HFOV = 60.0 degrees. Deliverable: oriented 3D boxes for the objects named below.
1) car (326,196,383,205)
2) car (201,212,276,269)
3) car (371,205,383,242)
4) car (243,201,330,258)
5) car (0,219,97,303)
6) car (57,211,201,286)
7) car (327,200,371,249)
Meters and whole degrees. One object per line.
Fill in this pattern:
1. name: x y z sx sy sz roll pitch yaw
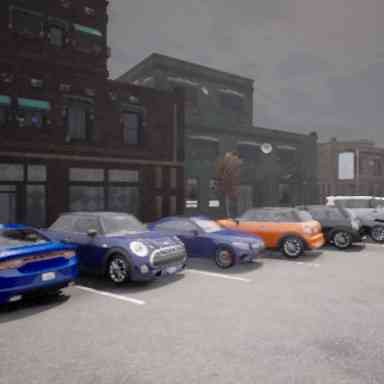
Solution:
1. car: 9.975 1.253 18.146 5.566 2.045 2.435 -1 -1 35
2. car: 0.143 1.530 11.222 4.674 1.452 2.002 -1 -1 35
3. car: 7.526 1.529 16.412 4.792 1.488 2.163 -1 -1 35
4. car: 2.618 1.366 12.934 4.553 1.767 2.185 -1 -1 35
5. car: -4.756 1.486 7.739 5.008 1.535 2.097 -1 -1 35
6. car: -2.330 1.363 9.510 4.553 1.767 2.185 -1 -1 35
7. car: 5.068 1.370 14.667 4.553 1.767 2.185 -1 -1 35
